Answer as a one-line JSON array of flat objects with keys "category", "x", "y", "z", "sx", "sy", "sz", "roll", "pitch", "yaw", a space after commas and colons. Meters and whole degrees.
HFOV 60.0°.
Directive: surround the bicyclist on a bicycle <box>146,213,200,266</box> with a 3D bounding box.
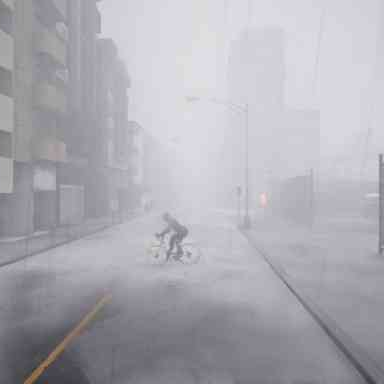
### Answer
[{"category": "bicyclist on a bicycle", "x": -0.591, "y": 1.449, "z": 10.059, "sx": 1.656, "sy": 1.620, "sz": 0.582, "roll": -2, "pitch": 0, "yaw": 2}]
